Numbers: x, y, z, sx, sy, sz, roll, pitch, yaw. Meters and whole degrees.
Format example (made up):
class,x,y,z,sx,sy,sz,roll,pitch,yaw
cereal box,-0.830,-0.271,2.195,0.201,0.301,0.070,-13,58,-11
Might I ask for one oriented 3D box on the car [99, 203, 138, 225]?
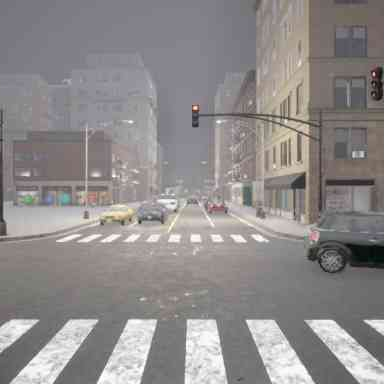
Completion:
class,x,y,z,sx,sy,sz,roll,pitch,yaw
car,-5.361,1.526,23.939,1.752,1.417,4.829,0,0,0

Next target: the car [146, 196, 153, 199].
class,x,y,z,sx,sy,sz,roll,pitch,yaw
car,-5.342,1.552,41.095,2.008,1.369,4.403,0,0,0

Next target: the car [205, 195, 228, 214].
class,x,y,z,sx,sy,sz,roll,pitch,yaw
car,2.677,1.441,35.423,1.967,1.590,4.097,0,0,0

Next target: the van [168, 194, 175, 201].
class,x,y,z,sx,sy,sz,roll,pitch,yaw
van,-5.290,1.349,86.390,1.690,1.788,3.998,0,0,0

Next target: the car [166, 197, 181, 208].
class,x,y,z,sx,sy,sz,roll,pitch,yaw
car,-2.755,1.550,51.025,2.033,1.411,5.357,0,0,0

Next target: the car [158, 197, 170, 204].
class,x,y,z,sx,sy,sz,roll,pitch,yaw
car,-5.316,1.586,63.743,1.802,1.307,4.206,0,0,0

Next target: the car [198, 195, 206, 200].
class,x,y,z,sx,sy,sz,roll,pitch,yaw
car,2.742,1.575,92.042,1.947,1.339,4.313,0,0,0

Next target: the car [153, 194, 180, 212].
class,x,y,z,sx,sy,sz,roll,pitch,yaw
car,-2.782,1.223,38.143,2.150,2.045,5.566,0,0,0

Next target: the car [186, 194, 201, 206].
class,x,y,z,sx,sy,sz,roll,pitch,yaw
car,0.062,1.508,54.044,1.837,1.490,4.892,0,0,0

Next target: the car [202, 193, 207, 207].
class,x,y,z,sx,sy,sz,roll,pitch,yaw
car,2.683,1.317,41.085,2.192,1.841,5.009,0,0,0

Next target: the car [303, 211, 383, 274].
class,x,y,z,sx,sy,sz,roll,pitch,yaw
car,5.680,1.381,9.739,4.553,1.767,2.097,0,0,15

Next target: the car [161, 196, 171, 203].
class,x,y,z,sx,sy,sz,roll,pitch,yaw
car,-5.309,1.530,69.235,1.752,1.417,4.829,0,0,0

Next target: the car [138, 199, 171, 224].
class,x,y,z,sx,sy,sz,roll,pitch,yaw
car,-2.818,1.507,24.580,1.837,1.490,4.892,0,-1,0
